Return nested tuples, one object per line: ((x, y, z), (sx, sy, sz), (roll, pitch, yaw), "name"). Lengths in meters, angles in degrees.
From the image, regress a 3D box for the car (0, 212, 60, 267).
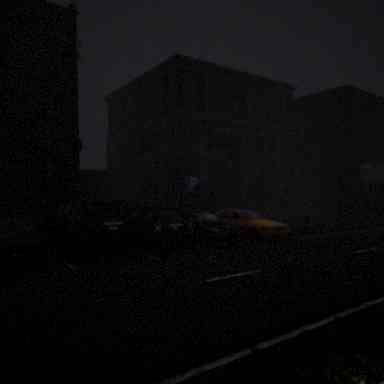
((-6.339, 1.508, 11.293), (2.097, 1.535, 5.008), (0, 0, -36), "car")

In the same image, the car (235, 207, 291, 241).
((2.677, 1.581, 17.641), (1.946, 1.575, 5.366), (1, 0, -36), "car")

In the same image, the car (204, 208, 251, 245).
((0.338, 1.600, 16.167), (2.002, 1.452, 4.674), (0, 0, -36), "car")

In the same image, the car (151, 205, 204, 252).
((-1.866, 1.413, 14.514), (2.185, 1.767, 4.553), (0, 0, -36), "car")

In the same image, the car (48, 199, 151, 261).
((-4.126, 1.270, 12.939), (2.435, 2.045, 5.566), (0, 0, -36), "car")
